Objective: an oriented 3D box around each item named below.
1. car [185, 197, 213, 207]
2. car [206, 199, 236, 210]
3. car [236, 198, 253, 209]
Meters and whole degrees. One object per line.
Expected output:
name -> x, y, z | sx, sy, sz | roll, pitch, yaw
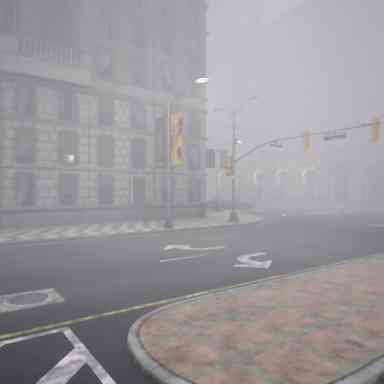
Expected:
car -> 1.095, 1.505, 51.943 | 1.837, 1.490, 4.892 | 0, 0, -35
car -> 3.243, 1.564, 42.879 | 1.994, 1.385, 4.181 | 0, 0, -36
car -> 6.185, 1.564, 44.784 | 1.994, 1.385, 4.181 | 0, 0, -36
